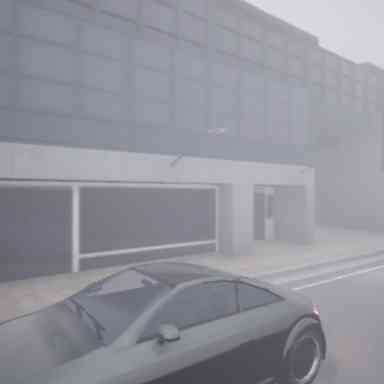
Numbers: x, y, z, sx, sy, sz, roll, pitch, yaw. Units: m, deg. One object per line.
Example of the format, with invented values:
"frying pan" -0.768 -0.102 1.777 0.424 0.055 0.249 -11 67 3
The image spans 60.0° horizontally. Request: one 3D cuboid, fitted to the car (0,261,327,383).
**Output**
"car" -0.381 1.566 3.724 4.181 1.385 1.994 0 0 -36
